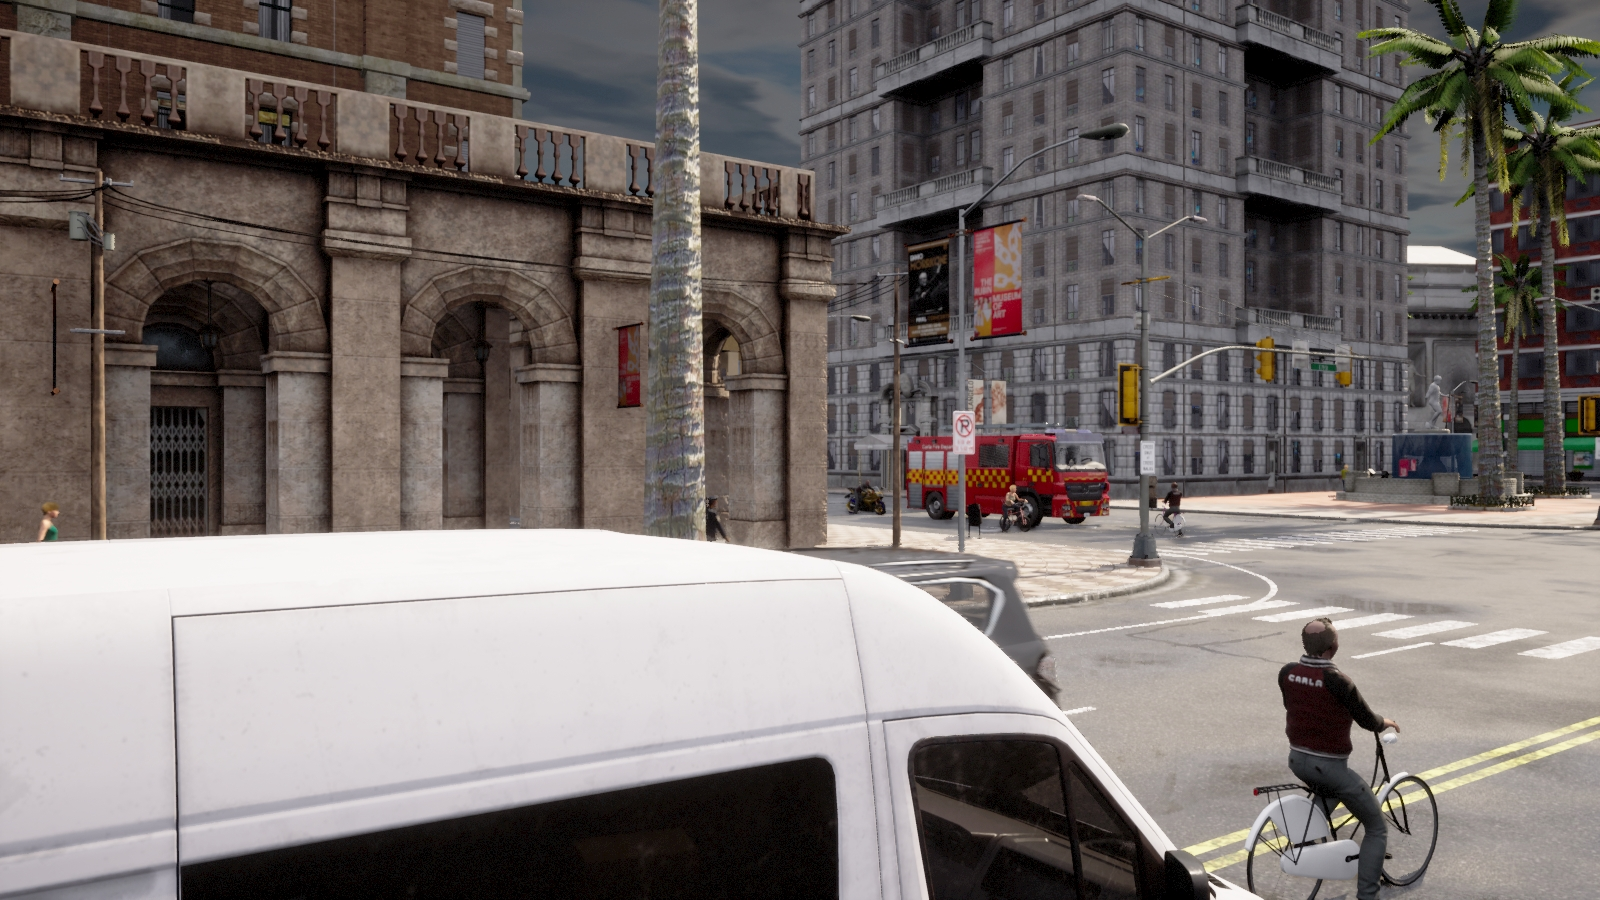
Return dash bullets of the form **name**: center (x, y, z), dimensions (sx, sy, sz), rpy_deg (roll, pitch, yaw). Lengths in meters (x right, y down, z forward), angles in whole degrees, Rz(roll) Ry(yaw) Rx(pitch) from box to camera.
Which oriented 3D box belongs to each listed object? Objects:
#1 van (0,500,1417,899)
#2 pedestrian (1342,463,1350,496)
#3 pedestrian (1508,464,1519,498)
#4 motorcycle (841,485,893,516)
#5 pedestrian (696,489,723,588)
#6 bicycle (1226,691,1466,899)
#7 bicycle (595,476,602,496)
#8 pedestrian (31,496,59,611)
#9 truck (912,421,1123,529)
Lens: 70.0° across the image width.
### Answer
- **van**: center (-0.760, 1.534, 3.254), dimensions (5.915, 2.561, 1.988), rpy_deg (0, 0, -35)
- **pedestrian**: center (31.315, 1.696, 65.540), dimensions (0.375, 1.860, 0.375), rpy_deg (0, 0, 39)
- **pedestrian**: center (39.042, 1.698, 62.533), dimensions (0.375, 1.860, 0.375), rpy_deg (0, 0, 10)
- **motorcycle**: center (2.904, 2.205, 49.916), dimensions (2.209, 1.251, 0.867), rpy_deg (0, 0, 42)
- **pedestrian**: center (-1.748, 1.696, 22.024), dimensions (0.375, 1.860, 0.375), rpy_deg (0, 0, -36)
- **bicycle**: center (3.417, 2.210, 7.085), dimensions (1.835, 1.171, 0.329), rpy_deg (0, 0, -29)
- **bicycle**: center (-12.584, 2.210, 71.188), dimensions (0.329, 1.171, 1.835), rpy_deg (0, 0, -13)
- **pedestrian**: center (-12.526, 1.698, 18.956), dimensions (0.375, 1.860, 0.375), rpy_deg (0, 0, -35)
- **truck**: center (8.260, 0.891, 44.593), dimensions (2.891, 3.827, 8.468), rpy_deg (0, 0, -35)
